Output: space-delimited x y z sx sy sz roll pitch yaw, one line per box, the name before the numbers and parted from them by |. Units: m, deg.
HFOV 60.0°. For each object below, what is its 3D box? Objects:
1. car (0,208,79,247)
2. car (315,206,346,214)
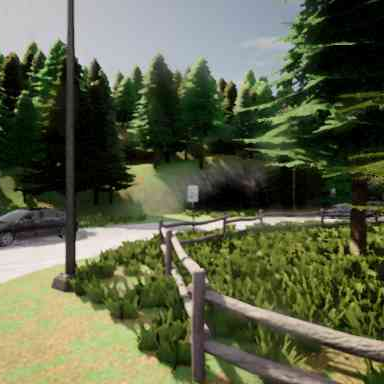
car | -7.546 1.514 15.236 1.837 1.490 4.892 0 0 32
car | 13.308 1.570 28.472 5.357 1.411 2.033 0 0 -7
